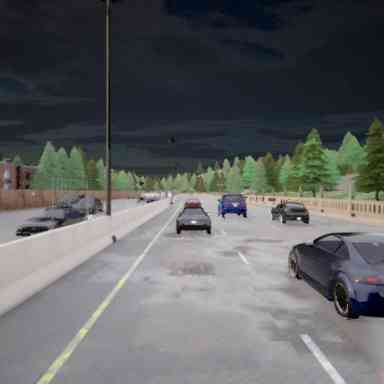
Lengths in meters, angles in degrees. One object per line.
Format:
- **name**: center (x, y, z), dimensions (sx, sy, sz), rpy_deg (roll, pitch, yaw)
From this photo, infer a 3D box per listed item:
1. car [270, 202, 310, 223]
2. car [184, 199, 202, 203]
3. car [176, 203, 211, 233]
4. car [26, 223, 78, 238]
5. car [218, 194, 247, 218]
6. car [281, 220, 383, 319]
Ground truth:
- **car**: center (7.094, 1.506, 24.454), dimensions (1.837, 1.490, 4.892), rpy_deg (0, 0, 0)
- **car**: center (0.094, 1.481, 37.247), dimensions (1.882, 1.535, 5.008), rpy_deg (0, 0, 0)
- **car**: center (0.095, 1.565, 19.657), dimensions (1.994, 1.385, 4.181), rpy_deg (0, 0, 0)
- **car**: center (-7.105, 1.549, 17.515), dimensions (2.033, 1.411, 5.357), rpy_deg (0, 0, 0)
- **car**: center (3.595, 1.224, 30.158), dimensions (2.150, 2.045, 5.566), rpy_deg (0, 0, 0)
- **car**: center (3.599, 1.564, 7.361), dimensions (1.994, 1.385, 4.181), rpy_deg (0, 0, 0)
